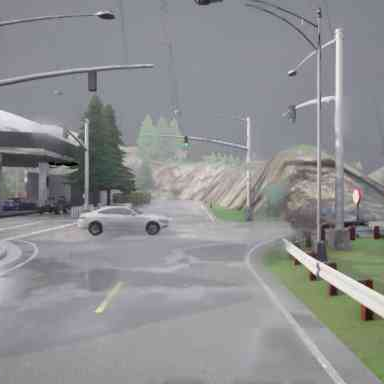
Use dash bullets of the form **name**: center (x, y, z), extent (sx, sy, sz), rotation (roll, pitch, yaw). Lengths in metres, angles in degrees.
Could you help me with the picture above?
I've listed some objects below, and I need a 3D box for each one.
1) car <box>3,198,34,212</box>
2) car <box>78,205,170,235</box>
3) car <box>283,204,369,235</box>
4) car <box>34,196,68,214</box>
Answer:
- **car**: center (-20.294, 1.508, 39.453), extent (2.242, 1.667, 4.611), rotation (0, 0, -1)
- **car**: center (-3.509, 1.427, 17.349), extent (4.674, 1.442, 1.812), rotation (0, 0, -1)
- **car**: center (6.819, 1.370, 17.607), extent (2.033, 1.411, 5.357), rotation (0, 0, -12)
- **car**: center (-14.580, 1.338, 35.184), extent (1.905, 1.878, 3.866), rotation (0, 0, -1)
